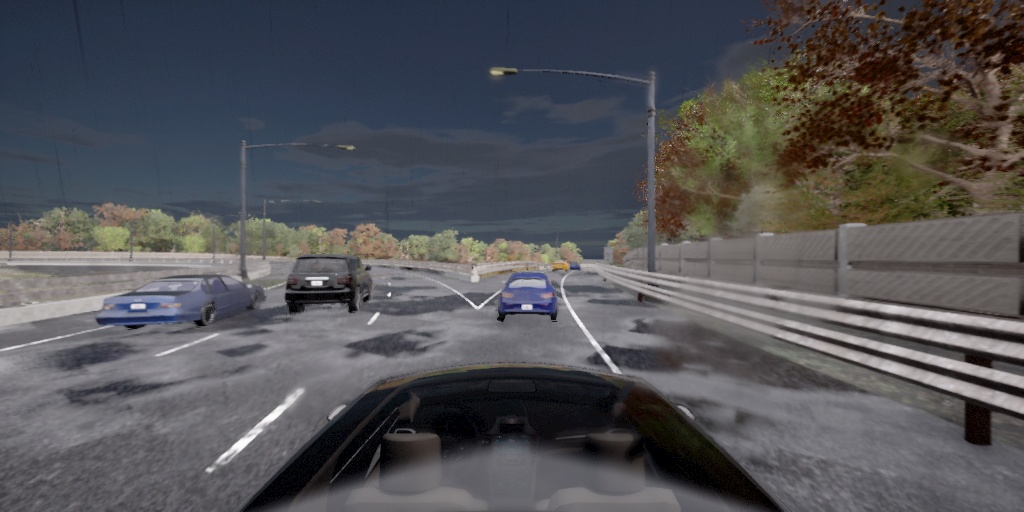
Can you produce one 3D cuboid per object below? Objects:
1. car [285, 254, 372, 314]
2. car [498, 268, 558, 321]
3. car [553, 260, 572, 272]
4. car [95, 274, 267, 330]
[{"bbox_3d":[-6.863,0.957,13.959,2.150,2.045,5.566,0,0,-15],"label":"car"},{"bbox_3d":[0.583,1.277,12.387,1.812,1.442,4.674,0,0,4],"label":"car"},{"bbox_3d":[6.735,1.312,49.157,1.882,1.535,5.008,0,-1,13],"label":"car"},{"bbox_3d":[-9.726,1.275,11.186,2.033,1.411,5.357,0,0,-14],"label":"car"}]
